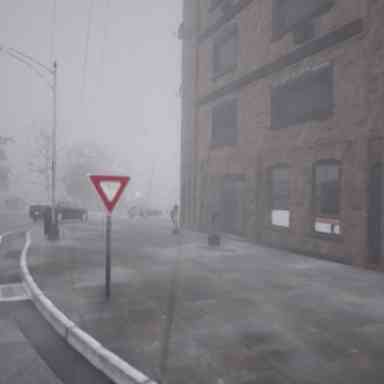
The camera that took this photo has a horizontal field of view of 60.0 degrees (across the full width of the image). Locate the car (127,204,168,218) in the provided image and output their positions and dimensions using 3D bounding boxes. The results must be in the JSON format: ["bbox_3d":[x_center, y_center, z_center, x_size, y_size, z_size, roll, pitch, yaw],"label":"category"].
[{"bbox_3d":[-4.974,2.061,35.645,2.128,1.511,4.902,1,-3,25],"label":"car"}]

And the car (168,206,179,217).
[{"bbox_3d":[-1.998,2.806,48.877,1.882,1.535,5.008,1,-3,29],"label":"car"}]

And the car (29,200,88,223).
[{"bbox_3d":[-9.469,1.345,24.049,1.882,1.535,5.008,1,-2,15],"label":"car"}]
